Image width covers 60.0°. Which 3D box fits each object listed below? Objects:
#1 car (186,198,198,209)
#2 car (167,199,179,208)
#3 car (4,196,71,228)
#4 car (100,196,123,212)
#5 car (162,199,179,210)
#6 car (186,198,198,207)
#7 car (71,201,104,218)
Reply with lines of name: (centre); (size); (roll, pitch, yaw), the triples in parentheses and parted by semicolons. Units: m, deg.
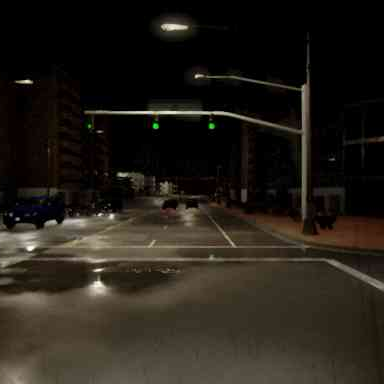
car: (0.022, 1.925, 52.291); (1.882, 1.535, 5.008); (0, -1, 0)
car: (-3.481, 2.070, 61.298); (1.837, 1.490, 4.892); (0, -1, 0)
car: (-10.563, 1.307, 22.891); (2.150, 2.045, 5.566); (0, -1, 0)
car: (-10.496, 1.549, 43.175); (2.150, 2.045, 5.566); (0, -1, 0)
car: (-3.484, 1.960, 51.297); (1.812, 1.442, 4.674); (0, -1, 0)
car: (0.020, 1.934, 62.517); (2.097, 1.767, 4.553); (0, -1, 0)
car: (-10.539, 1.794, 32.959); (1.895, 1.301, 4.718); (0, -1, 1)
